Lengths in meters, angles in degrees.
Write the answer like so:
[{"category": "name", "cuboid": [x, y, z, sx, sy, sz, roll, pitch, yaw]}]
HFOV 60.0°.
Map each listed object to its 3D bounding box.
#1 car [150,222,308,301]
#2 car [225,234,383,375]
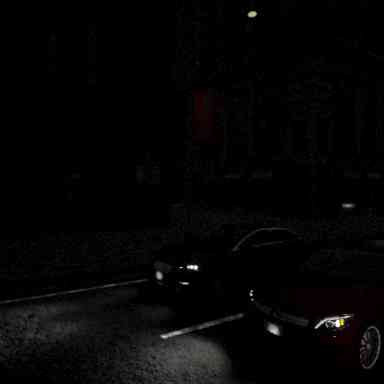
[{"category": "car", "cuboid": [1.295, 1.572, 8.605, 4.902, 1.511, 2.128, 1, -1, -35]}, {"category": "car", "cuboid": [2.997, 1.603, 5.824, 4.674, 1.442, 1.812, 1, -1, -36]}]
